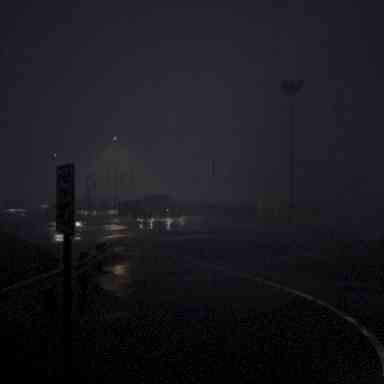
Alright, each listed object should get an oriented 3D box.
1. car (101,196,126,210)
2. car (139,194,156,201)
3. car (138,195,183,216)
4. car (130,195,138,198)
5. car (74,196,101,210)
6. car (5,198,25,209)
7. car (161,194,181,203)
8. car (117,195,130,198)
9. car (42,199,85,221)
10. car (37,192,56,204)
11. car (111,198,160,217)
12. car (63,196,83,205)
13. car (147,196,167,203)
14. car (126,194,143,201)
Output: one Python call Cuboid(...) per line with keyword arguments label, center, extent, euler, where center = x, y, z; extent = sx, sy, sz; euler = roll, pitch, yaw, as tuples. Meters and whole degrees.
Cuboid(label="car", center=(-11.355, 1.664, 45.969), extent=(1.994, 1.385, 4.181), euler=(0, 0, -38))
Cuboid(label="car", center=(-10.667, 1.348, 79.697), extent=(1.882, 1.535, 5.008), euler=(0, 1, -38))
Cuboid(label="car", center=(-3.214, 1.356, 35.396), extent=(2.150, 2.045, 5.566), euler=(0, 0, -38))
Cuboid(label="car", center=(-10.125, 1.543, 67.501), extent=(1.812, 1.442, 4.674), euler=(0, 1, -38))
Cuboid(label="car", center=(-14.434, 1.629, 44.228), extent=(2.033, 1.411, 5.357), euler=(0, 0, -37))
Cuboid(label="car", center=(-24.266, 1.546, 45.547), extent=(2.033, 1.411, 5.357), euler=(0, 0, -37))
Cuboid(label="car", center=(-4.551, 1.403, 71.737), extent=(2.097, 1.767, 4.553), euler=(0, 0, -38))
Cuboid(label="car", center=(-16.218, 1.379, 75.432), extent=(2.033, 1.411, 5.357), euler=(0, 1, -38))
Cuboid(label="car", center=(-11.130, 1.614, 28.469), extent=(1.812, 1.442, 4.674), euler=(0, 0, -38))
Cuboid(label="car", center=(-26.205, 1.102, 59.708), extent=(2.150, 2.045, 5.566), euler=(0, 0, -38))
Cuboid(label="car", center=(-5.661, 1.611, 32.840), extent=(2.128, 1.511, 4.902), euler=(0, 0, -38))
Cuboid(label="car", center=(-21.011, 1.437, 58.621), extent=(1.882, 1.535, 5.008), euler=(0, 0, -37))
Cuboid(label="car", center=(-7.369, 1.627, 69.658), extent=(1.895, 1.301, 4.718), euler=(0, 0, -38))
Cuboid(label="car", center=(-13.442, 1.354, 77.564), extent=(1.837, 1.490, 4.892), euler=(0, 1, -38))
